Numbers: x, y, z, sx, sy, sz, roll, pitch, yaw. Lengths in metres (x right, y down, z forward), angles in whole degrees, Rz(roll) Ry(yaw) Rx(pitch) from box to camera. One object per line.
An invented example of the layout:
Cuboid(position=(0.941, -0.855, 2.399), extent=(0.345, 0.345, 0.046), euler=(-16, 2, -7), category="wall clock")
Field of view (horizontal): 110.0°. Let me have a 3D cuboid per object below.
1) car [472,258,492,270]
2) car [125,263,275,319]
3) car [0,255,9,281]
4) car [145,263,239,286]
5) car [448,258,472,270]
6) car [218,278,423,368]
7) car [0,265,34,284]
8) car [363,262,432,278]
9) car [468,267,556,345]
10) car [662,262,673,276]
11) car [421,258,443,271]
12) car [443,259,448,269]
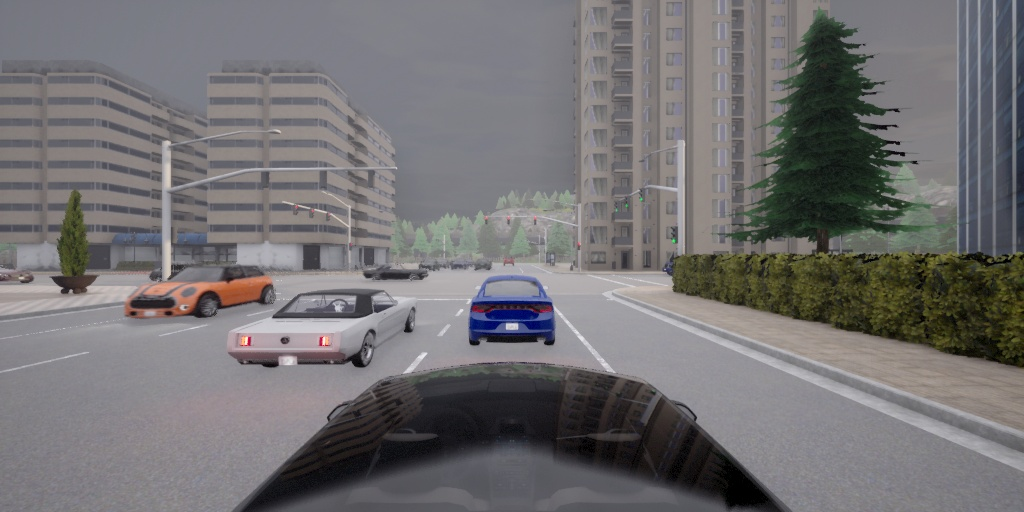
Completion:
Cuboid(position=(-3.971, 1.102, 50.944), extent=(2.097, 1.767, 4.553), euler=(0, 0, 1), category="car")
Cuboid(position=(-10.718, 1.102, 12.786), extent=(2.097, 1.767, 4.553), euler=(0, 0, -2), category="car")
Cuboid(position=(-44.010, 0.973, 28.314), extent=(5.566, 2.045, 2.150), euler=(0, 0, 0), category="car")
Cuboid(position=(-21.908, 1.254, 24.670), extent=(4.892, 1.490, 1.837), euler=(0, 0, 2), category="car")
Cuboid(position=(-7.547, 1.102, 52.124), extent=(2.097, 1.767, 4.553), euler=(0, 0, 0), category="car")
Cuboid(position=(-3.496, 1.351, 7.829), extent=(1.895, 1.301, 4.718), euler=(0, 0, 0), category="car")
Cuboid(position=(-36.224, 1.275, 24.801), extent=(4.674, 1.442, 1.812), euler=(0, 0, 0), category="car")
Cuboid(position=(-9.045, 1.351, 28.271), extent=(4.718, 1.301, 1.895), euler=(0, 0, 0), category="car")
Cuboid(position=(-0.004, 1.228, 9.495), extent=(1.882, 1.535, 5.008), euler=(0, 0, 0), category="car")
Cuboid(position=(17.892, 0.971, 35.442), extent=(5.566, 2.045, 2.150), euler=(0, 0, 0), category="car")
Cuboid(position=(-11.012, 1.102, 47.905), extent=(2.097, 1.767, 4.553), euler=(0, 0, 0), category="car")
Cuboid(position=(-11.083, 1.255, 56.990), extent=(1.837, 1.490, 4.892), euler=(0, 0, 0), category="car")
